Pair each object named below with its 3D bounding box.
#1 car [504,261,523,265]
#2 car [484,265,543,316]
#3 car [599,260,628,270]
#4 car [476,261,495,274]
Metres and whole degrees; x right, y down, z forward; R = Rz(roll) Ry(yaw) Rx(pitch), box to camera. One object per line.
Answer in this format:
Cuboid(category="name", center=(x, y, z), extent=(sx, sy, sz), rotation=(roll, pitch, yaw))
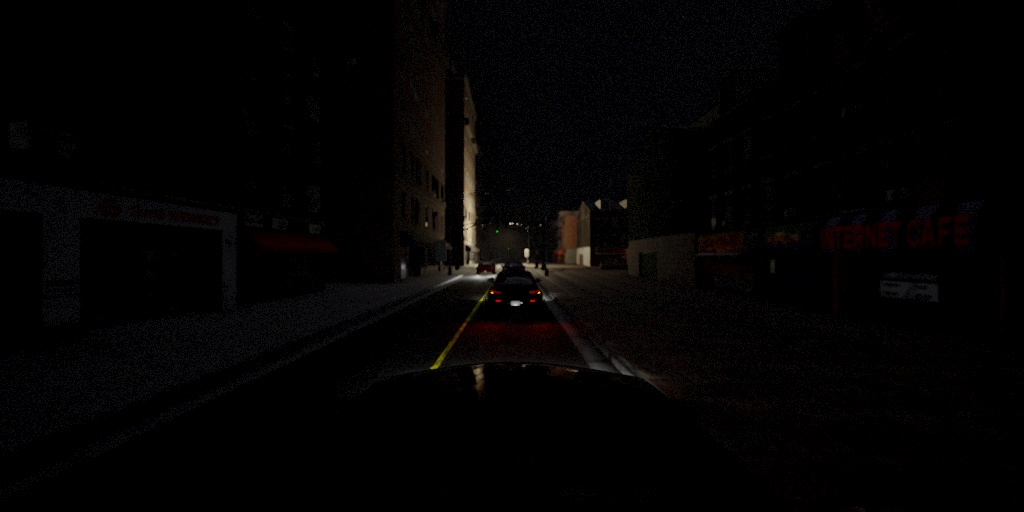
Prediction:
Cuboid(category="car", center=(0.111, 1.152, 29.107), extent=(1.882, 1.535, 5.008), rotation=(0, 0, 0))
Cuboid(category="car", center=(0.110, 1.247, 13.127), extent=(1.812, 1.442, 4.674), rotation=(0, 0, 0))
Cuboid(category="car", center=(13.928, 1.201, 47.000), extent=(4.829, 1.417, 1.751), rotation=(0, 0, 0))
Cuboid(category="car", center=(-2.720, 1.239, 38.671), extent=(1.895, 1.301, 4.718), rotation=(0, 0, 0))
